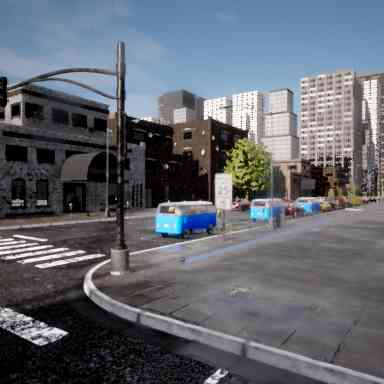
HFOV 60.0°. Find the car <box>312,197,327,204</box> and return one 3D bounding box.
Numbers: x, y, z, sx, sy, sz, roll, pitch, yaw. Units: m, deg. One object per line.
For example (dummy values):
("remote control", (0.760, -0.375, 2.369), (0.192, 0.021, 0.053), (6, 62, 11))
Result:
("car", (27.674, 1.729, 72.134), (1.752, 1.417, 4.829), (0, 0, 35))

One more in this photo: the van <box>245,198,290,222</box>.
("van", (6.148, 1.436, 26.732), (1.690, 1.788, 3.998), (0, 0, 35))

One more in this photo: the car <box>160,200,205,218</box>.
("car", (-0.808, 1.559, 31.410), (1.752, 1.417, 4.829), (0, 0, 35))

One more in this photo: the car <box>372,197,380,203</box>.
("car", (44.123, 1.900, 81.031), (1.947, 1.339, 4.313), (0, 0, 35))

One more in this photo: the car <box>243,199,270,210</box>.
("car", (8.784, 1.629, 45.125), (1.887, 1.381, 4.507), (0, 0, 35))

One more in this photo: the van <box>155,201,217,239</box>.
("van", (-0.182, 1.407, 17.682), (1.690, 1.788, 3.998), (0, 0, 35))

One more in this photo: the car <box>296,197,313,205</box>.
("car", (21.442, 1.706, 63.223), (1.887, 1.381, 4.507), (0, 0, 35))

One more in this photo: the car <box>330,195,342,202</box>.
("car", (37.265, 1.713, 85.848), (1.967, 1.590, 4.097), (0, 0, 35))

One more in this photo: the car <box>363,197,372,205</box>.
("car", (34.628, 1.810, 67.456), (1.887, 1.381, 4.507), (0, 0, 35))

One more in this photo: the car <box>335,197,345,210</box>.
("car", (18.805, 1.730, 44.831), (1.947, 1.339, 4.313), (0, 0, 35))

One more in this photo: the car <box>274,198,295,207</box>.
("car", (15.113, 1.666, 54.174), (1.887, 1.381, 4.507), (0, 0, 35))

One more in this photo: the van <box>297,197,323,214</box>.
("van", (12.477, 1.469, 35.781), (1.690, 1.788, 3.998), (0, 0, 35))

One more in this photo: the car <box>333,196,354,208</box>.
("car", (21.971, 1.498, 49.357), (2.192, 1.841, 5.009), (0, 0, 35))

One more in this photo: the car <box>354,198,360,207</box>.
("car", (25.136, 1.517, 53.882), (2.192, 1.841, 5.009), (0, 0, 35))

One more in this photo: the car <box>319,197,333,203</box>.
("car", (30.935, 1.793, 76.798), (1.947, 1.339, 4.313), (0, 0, 35))

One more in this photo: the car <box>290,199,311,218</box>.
("car", (9.311, 1.656, 31.256), (1.887, 1.381, 4.507), (0, 0, 35))

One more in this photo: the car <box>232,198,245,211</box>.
("car", (5.620, 1.507, 40.600), (1.967, 1.590, 4.097), (0, 0, 35))

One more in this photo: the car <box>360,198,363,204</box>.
("car", (28.397, 1.749, 58.546), (1.752, 1.417, 4.829), (0, 0, 35))

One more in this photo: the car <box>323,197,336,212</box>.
("car", (15.738, 1.671, 40.446), (1.752, 1.417, 4.829), (0, 0, 35))
